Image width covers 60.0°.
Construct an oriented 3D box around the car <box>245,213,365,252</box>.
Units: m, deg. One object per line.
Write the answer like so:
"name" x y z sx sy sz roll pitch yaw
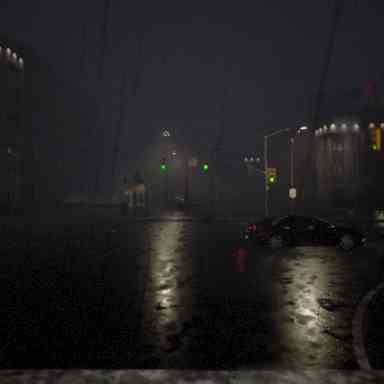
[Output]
"car" 4.773 1.668 14.294 4.892 1.490 1.837 0 -1 0
